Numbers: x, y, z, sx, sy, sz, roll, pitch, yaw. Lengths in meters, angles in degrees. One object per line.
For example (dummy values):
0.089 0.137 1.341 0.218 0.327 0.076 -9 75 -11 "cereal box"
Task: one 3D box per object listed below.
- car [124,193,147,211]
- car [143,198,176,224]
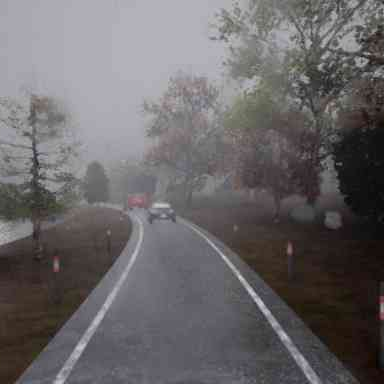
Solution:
-6.812 1.100 40.127 2.150 2.045 5.566 -1 1 -20 "car"
-2.300 1.422 24.095 1.812 1.442 4.674 -1 0 -11 "car"
